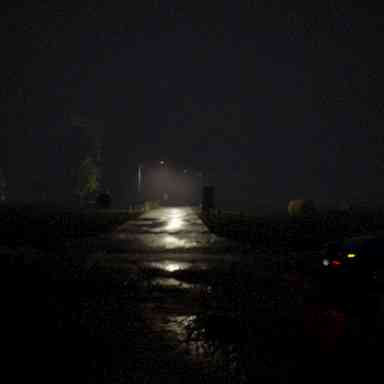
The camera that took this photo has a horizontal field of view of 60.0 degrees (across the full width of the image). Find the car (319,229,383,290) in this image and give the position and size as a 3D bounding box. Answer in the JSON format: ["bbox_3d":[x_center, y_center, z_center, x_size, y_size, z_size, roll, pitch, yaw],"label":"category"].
[{"bbox_3d":[5.929,1.766,9.162,4.674,1.442,1.812,1,-1,-2],"label":"car"}]
